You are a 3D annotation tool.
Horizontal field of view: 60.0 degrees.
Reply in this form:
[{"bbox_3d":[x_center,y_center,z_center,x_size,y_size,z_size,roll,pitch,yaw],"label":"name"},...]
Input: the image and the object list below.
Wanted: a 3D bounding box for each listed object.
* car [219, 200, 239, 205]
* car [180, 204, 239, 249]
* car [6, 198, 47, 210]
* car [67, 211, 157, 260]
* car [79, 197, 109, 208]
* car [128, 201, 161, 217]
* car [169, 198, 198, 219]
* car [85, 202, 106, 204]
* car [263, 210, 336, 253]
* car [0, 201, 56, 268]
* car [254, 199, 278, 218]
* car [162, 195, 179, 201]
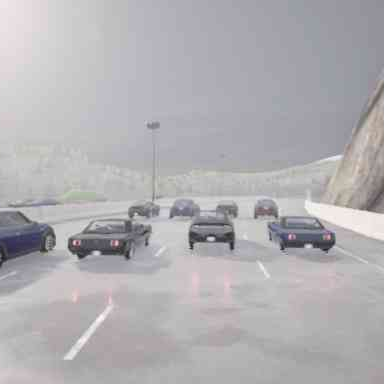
[{"bbox_3d":[3.450,1.544,31.918,1.882,1.535,5.008,0,0,11],"label":"car"},{"bbox_3d":[0.918,1.521,14.668,2.128,1.511,4.902,0,0,5],"label":"car"},{"bbox_3d":[-22.440,1.579,45.400,2.033,1.411,5.357,0,0,14],"label":"car"},{"bbox_3d":[-2.800,1.618,12.566,1.895,1.301,4.718,0,0,4],"label":"car"},{"bbox_3d":[-14.276,1.564,48.807,1.837,1.490,4.892,0,-1,16],"label":"car"},{"bbox_3d":[-4.137,1.549,29.416,1.837,1.490,4.892,0,0,10],"label":"car"},{"bbox_3d":[-0.542,1.405,29.595,2.097,1.767,4.553,0,0,10],"label":"car"},{"bbox_3d":[-12.041,1.616,43.536,1.994,1.385,4.181,0,0,14],"label":"car"},{"bbox_3d":[4.342,1.637,14.006,1.895,1.301,4.718,0,0,5],"label":"car"},{"bbox_3d":[-6.403,1.358,10.995,2.097,1.767,4.553,0,0,4],"label":"car"},{"bbox_3d":[6.768,1.424,30.599,2.097,1.767,4.553,0,0,11],"label":"car"},{"bbox_3d":[-5.372,1.440,82.470,2.128,1.511,4.902,0,0,25],"label":"car"}]
